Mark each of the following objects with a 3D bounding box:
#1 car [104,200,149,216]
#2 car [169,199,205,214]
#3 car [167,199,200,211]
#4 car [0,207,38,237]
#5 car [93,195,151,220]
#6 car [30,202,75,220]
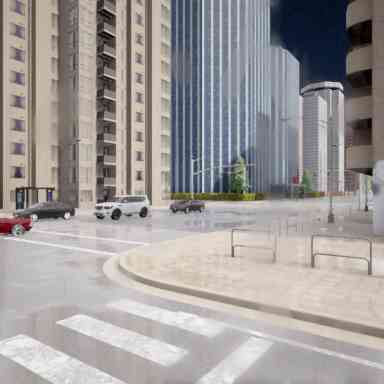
[{"bbox_3d":[-6.681,1.581,34.318,1.812,1.442,4.674,0,0,35],"label":"car"},{"bbox_3d":[-0.388,1.560,37.242,1.837,1.490,4.892,0,0,35],"label":"car"},{"bbox_3d":[-1.025,1.619,42.433,1.994,1.385,4.181,0,0,35],"label":"car"},{"bbox_3d":[-10.554,1.647,16.488,4.718,1.301,1.895,0,0,-44],"label":"car"},{"bbox_3d":[-6.006,1.277,29.174,2.150,2.045,5.566,0,0,35],"label":"car"},{"bbox_3d":[-11.862,1.560,26.917,1.837,1.490,4.892,0,0,36],"label":"car"}]
